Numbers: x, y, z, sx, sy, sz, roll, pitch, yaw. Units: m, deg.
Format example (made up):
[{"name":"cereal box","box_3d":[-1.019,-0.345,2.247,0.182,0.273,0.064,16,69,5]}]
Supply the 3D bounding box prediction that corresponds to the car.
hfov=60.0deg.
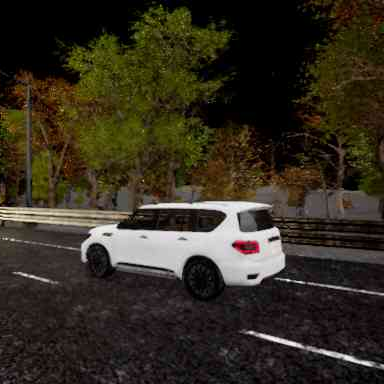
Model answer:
[{"name":"car","box_3d":[-0.450,1.271,8.609,5.566,2.045,2.150,-1,0,35]}]
